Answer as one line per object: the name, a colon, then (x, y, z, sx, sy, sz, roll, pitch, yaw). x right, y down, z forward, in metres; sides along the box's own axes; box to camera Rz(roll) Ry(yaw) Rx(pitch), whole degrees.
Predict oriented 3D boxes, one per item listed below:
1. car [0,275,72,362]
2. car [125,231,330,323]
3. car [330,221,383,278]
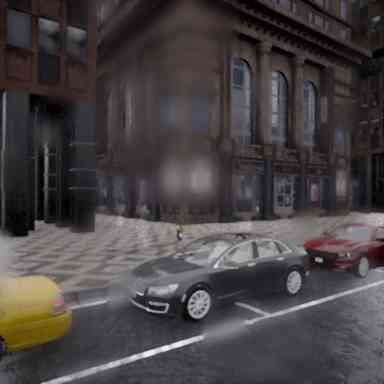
car: (-3.972, 1.515, 3.814, 4.829, 1.417, 1.752, 1, 0, -35)
car: (0.745, 1.594, 7.179, 4.403, 1.369, 2.008, 1, 0, -35)
car: (5.314, 1.641, 10.438, 4.507, 1.381, 1.887, 1, 0, -35)
